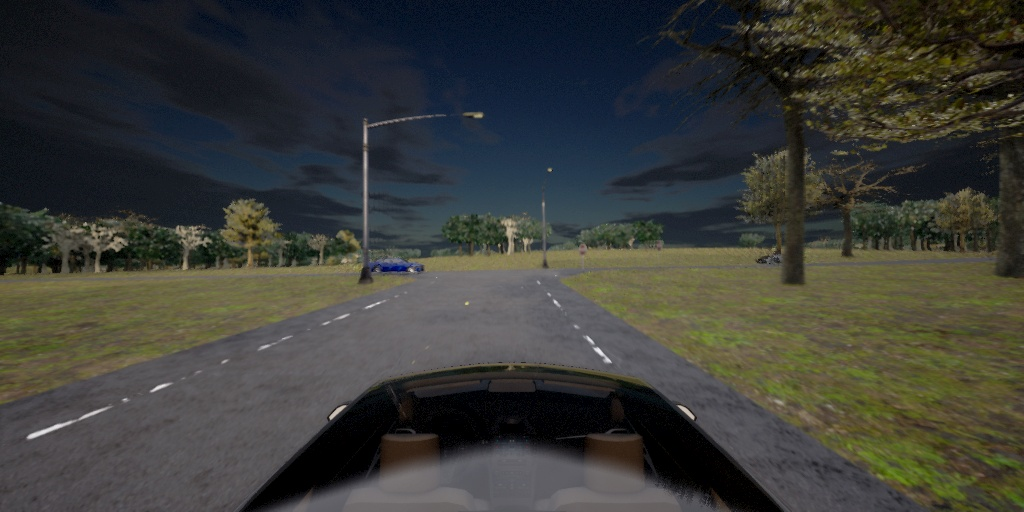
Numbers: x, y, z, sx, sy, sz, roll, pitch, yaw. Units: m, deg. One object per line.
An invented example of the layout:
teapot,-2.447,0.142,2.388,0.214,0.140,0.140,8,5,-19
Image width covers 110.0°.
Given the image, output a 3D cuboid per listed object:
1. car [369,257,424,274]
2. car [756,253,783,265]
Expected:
car,-10.647,0.886,33.068,5.008,1.535,1.882,0,-1,0
car,30.152,0.345,40.664,4.181,1.385,1.994,-2,-1,-1
